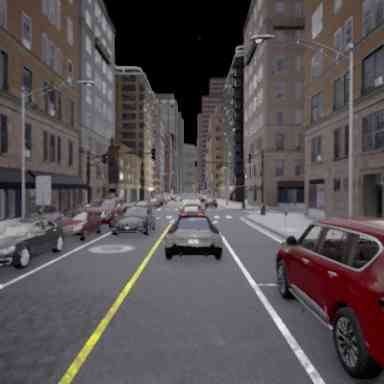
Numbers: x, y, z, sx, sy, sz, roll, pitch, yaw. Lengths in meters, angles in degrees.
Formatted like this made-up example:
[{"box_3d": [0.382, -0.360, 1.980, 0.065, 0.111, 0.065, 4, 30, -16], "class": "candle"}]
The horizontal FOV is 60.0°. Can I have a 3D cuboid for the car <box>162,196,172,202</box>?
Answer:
[{"box_3d": [-5.686, 1.624, 77.017, 2.008, 1.369, 4.403, -1, 0, 0], "class": "car"}]

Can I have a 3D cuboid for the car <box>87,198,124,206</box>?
[{"box_3d": [-5.681, 1.318, 22.193, 2.192, 1.841, 5.009, -1, 0, 0], "class": "car"}]

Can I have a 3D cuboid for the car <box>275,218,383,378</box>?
[{"box_3d": [2.846, 1.314, 5.468, 2.192, 1.841, 5.009, -1, 0, 0], "class": "car"}]

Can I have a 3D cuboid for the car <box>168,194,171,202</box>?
[{"box_3d": [-5.685, 1.577, 65.717, 1.752, 1.417, 4.829, -1, 0, 0], "class": "car"}]

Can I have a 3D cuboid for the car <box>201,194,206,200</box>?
[{"box_3d": [2.842, 1.559, 54.955, 1.752, 1.417, 4.829, -1, 0, 0], "class": "car"}]

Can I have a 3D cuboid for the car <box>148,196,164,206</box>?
[{"box_3d": [-5.682, 1.608, 49.193, 1.802, 1.307, 4.206, -1, 0, 0], "class": "car"}]

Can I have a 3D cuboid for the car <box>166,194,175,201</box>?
[{"box_3d": [-5.690, 1.414, 88.148, 2.192, 1.841, 5.009, -1, 0, 0], "class": "car"}]

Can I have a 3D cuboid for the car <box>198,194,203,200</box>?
[{"box_3d": [2.840, 1.607, 71.475, 1.887, 1.381, 4.507, -1, 0, 0], "class": "car"}]

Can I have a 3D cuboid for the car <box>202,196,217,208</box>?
[{"box_3d": [2.843, 1.608, 49.222, 1.802, 1.307, 4.206, -1, 0, 0], "class": "car"}]

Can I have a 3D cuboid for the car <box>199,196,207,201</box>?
[{"box_3d": [2.838, 1.649, 88.166, 2.008, 1.369, 4.403, -1, 0, 0], "class": "car"}]

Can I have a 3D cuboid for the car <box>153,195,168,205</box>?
[{"box_3d": [-5.686, 1.349, 54.758, 2.192, 1.841, 5.009, -1, 0, 0], "class": "car"}]

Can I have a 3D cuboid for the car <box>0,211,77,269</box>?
[{"box_3d": [-5.677, 1.550, 11.027, 2.008, 1.369, 4.403, -1, 0, 0], "class": "car"}]

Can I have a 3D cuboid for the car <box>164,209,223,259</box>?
[{"box_3d": [0.064, 1.562, 12.593, 1.994, 1.385, 4.181, 0, 0, 0], "class": "car"}]

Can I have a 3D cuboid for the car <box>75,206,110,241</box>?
[{"box_3d": [-5.677, 1.583, 16.611, 1.802, 1.307, 4.206, -1, 0, 0], "class": "car"}]

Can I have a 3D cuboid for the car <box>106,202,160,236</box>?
[{"box_3d": [-3.073, 1.508, 18.344, 1.837, 1.490, 4.892, 0, -1, 0], "class": "car"}]

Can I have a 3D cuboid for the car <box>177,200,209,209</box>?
[{"box_3d": [0.018, 1.529, 22.472, 1.812, 1.442, 4.674, 0, 0, 0], "class": "car"}]

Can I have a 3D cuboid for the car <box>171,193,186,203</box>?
[{"box_3d": [-3.008, 1.591, 73.165, 2.128, 1.511, 4.902, 0, 0, 0], "class": "car"}]

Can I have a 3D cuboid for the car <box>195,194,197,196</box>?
[{"box_3d": [2.835, 1.426, 93.730, 2.192, 1.841, 5.009, -1, 0, 0], "class": "car"}]
